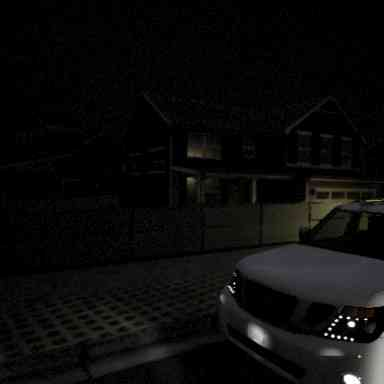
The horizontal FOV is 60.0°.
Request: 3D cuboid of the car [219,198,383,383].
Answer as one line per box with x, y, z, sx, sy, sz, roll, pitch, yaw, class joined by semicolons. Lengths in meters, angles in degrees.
3.077;1.137;4.873;5.566;2.045;2.150;0;1;-30;car
